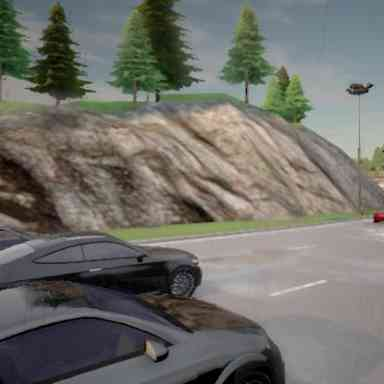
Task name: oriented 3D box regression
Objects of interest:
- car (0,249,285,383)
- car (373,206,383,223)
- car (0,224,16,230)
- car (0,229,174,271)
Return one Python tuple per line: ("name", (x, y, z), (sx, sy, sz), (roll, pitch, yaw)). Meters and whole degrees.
("car", (-1.097, 1.565, 2.962), (4.181, 1.385, 1.994), (0, 0, -36))
("car", (14.875, 1.565, 24.277), (4.181, 1.385, 1.994), (0, 0, -43))
("car", (-5.314, 1.548, 8.552), (5.357, 1.411, 2.033), (0, 0, -35))
("car", (-1.959, 1.526, 6.646), (4.674, 1.442, 1.812), (0, 0, -36))
